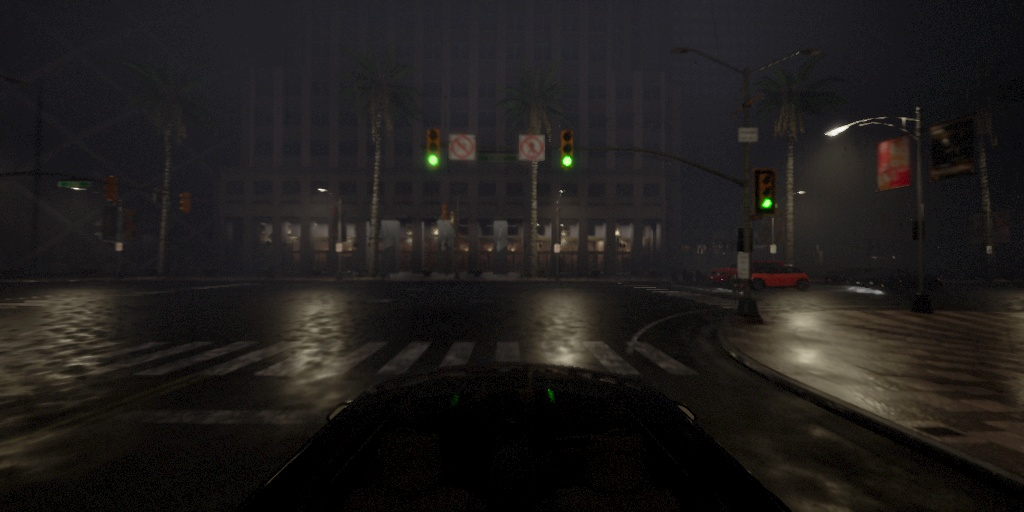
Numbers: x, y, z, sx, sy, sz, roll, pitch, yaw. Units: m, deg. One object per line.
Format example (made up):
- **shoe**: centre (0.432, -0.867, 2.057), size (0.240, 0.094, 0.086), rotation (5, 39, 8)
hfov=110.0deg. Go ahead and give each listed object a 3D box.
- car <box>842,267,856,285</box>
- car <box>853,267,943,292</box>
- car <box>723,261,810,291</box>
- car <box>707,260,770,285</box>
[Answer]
- **car**: centre (29.869, 1.729, 28.299), size (5.357, 1.411, 2.033), rotation (0, -1, -1)
- **car**: centre (26.805, 1.690, 24.779), size (4.181, 1.385, 1.994), rotation (0, -1, -1)
- **car**: centre (17.654, 1.447, 24.725), size (4.553, 1.767, 2.097), rotation (0, -1, 0)
- **car**: centre (18.491, 1.364, 28.232), size (5.566, 2.045, 2.150), rotation (0, -1, 0)
